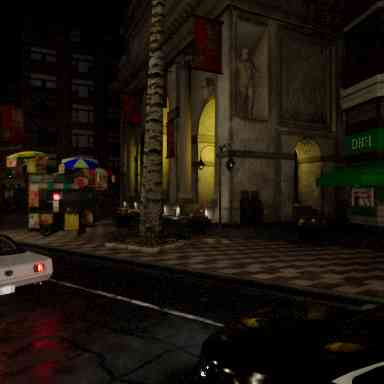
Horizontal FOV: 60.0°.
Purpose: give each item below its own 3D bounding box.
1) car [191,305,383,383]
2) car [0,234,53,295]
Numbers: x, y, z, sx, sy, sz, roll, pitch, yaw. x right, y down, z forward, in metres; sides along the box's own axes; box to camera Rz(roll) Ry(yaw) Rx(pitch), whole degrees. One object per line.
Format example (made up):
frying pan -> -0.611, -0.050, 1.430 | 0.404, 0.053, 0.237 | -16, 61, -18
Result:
car -> 2.233, 1.505, 2.236 | 4.892, 1.490, 1.837 | 0, 0, 36
car -> -5.366, 1.601, 7.682 | 4.718, 1.301, 1.895 | 0, 0, 35
